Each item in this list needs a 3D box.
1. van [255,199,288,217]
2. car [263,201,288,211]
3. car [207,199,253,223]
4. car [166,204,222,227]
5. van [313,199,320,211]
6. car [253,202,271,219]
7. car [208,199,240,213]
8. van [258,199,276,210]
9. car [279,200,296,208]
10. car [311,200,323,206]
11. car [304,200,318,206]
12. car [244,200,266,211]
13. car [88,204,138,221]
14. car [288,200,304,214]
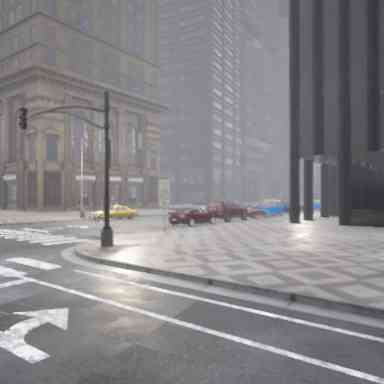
[{"bbox_3d":[8.964,1.813,37.403,1.690,1.788,3.998,-1,-1,36],"label":"van"},{"bbox_3d":[13.518,2.241,53.643,2.033,1.411,5.357,0,-1,36],"label":"car"},{"bbox_3d":[3.023,1.650,29.144,2.192,1.841,5.009,-1,-1,36],"label":"car"},{"bbox_3d":[0.053,1.811,25.009,1.887,1.381,4.507,-1,-1,36],"label":"car"},{"bbox_3d":[17.876,2.015,49.791,1.690,1.788,3.998,-1,-1,36],"label":"van"},{"bbox_3d":[5.995,1.986,33.268,1.802,1.307,4.206,-1,-1,36],"label":"car"},{"bbox_3d":[4.525,1.862,45.873,2.192,1.841,5.009,-1,-1,36],"label":"car"},{"bbox_3d":[13.071,2.081,57.780,1.690,1.788,3.998,-1,-1,36],"label":"van"},{"bbox_3d":[18.872,2.311,65.862,1.967,1.590,4.097,-1,-1,36],"label":"car"},{"bbox_3d":[31.415,2.724,83.335,1.802,1.307,4.206,-1,-1,36],"label":"car"},{"bbox_3d":[28.279,2.621,78.968,1.887,1.381,4.507,-1,-1,36],"label":"car"},{"bbox_3d":[10.222,2.116,53.809,1.967,1.590,4.097,-1,-1,36],"label":"car"},{"bbox_3d":[-6.968,1.807,29.853,1.752,1.417,4.829,-1,-1,36],"label":"car"},{"bbox_3d":[11.935,1.855,41.532,2.192,1.841,5.009,-1,-1,36],"label":"car"}]
